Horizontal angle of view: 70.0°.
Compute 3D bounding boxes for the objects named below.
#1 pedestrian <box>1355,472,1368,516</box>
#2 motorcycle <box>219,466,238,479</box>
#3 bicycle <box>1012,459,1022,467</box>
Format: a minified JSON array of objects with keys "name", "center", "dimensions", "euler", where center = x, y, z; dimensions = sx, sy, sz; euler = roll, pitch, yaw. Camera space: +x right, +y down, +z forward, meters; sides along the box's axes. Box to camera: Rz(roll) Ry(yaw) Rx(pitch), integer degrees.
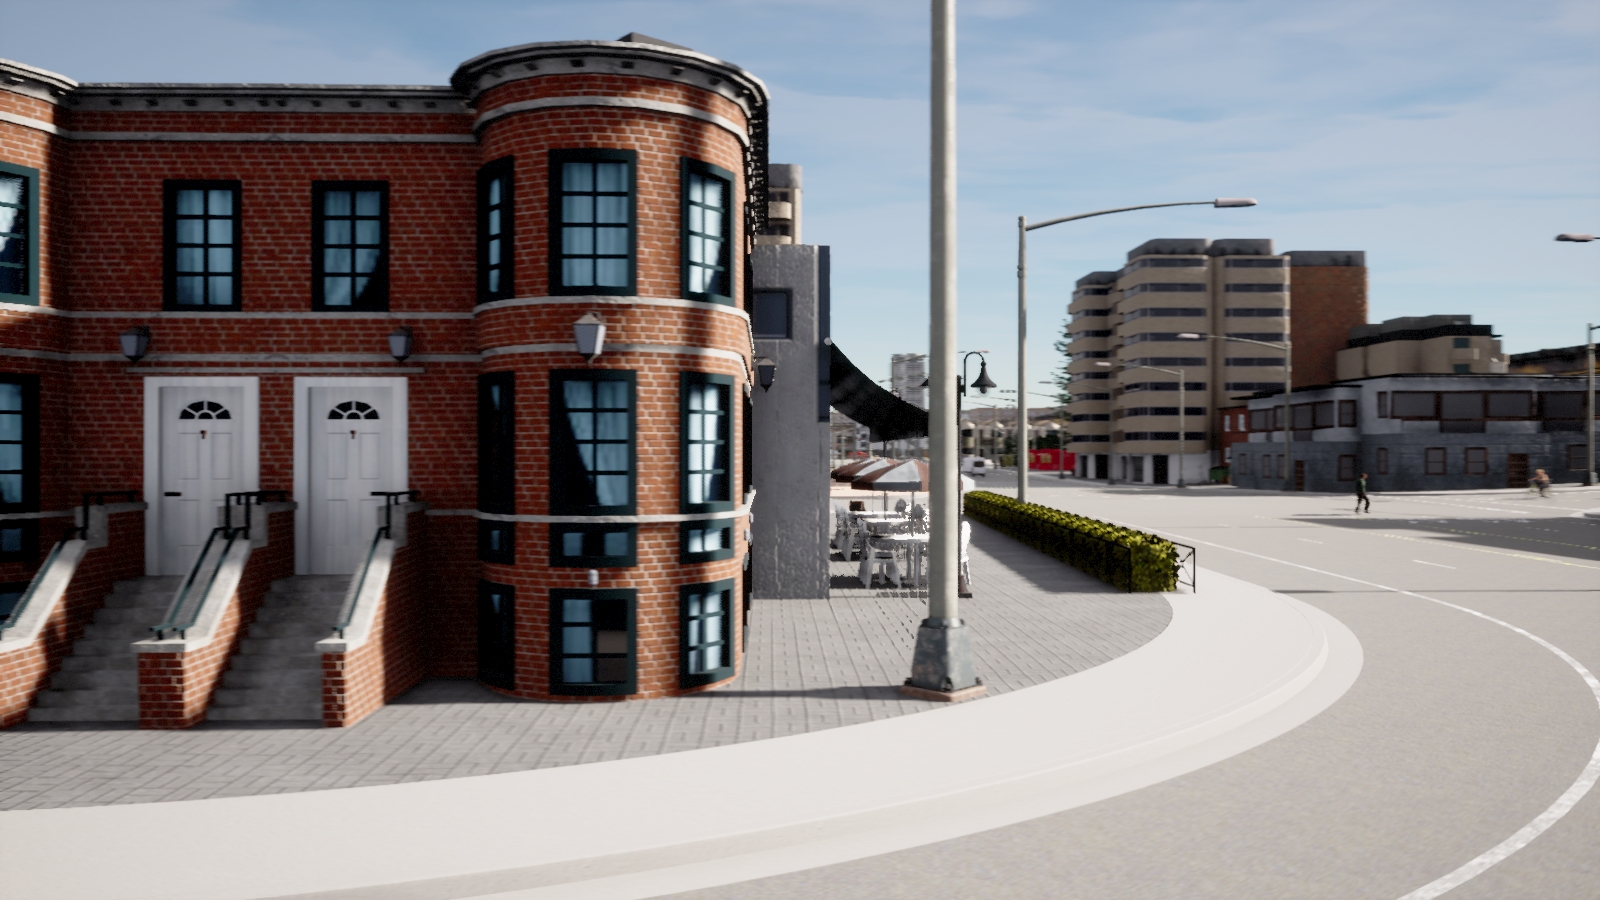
[{"name":"pedestrian","center":[24.291,1.896,49.408],"dimensions":[0.375,1.860,0.375],"euler":[0,0,0]},{"name":"motorcycle","center":[-58.448,2.319,116.791],"dimensions":[0.764,1.277,2.356],"euler":[0,0,0]},{"name":"bicycle","center":[36.109,2.138,189.842],"dimensions":[1.487,1.301,0.859],"euler":[-1,0,-4]}]
